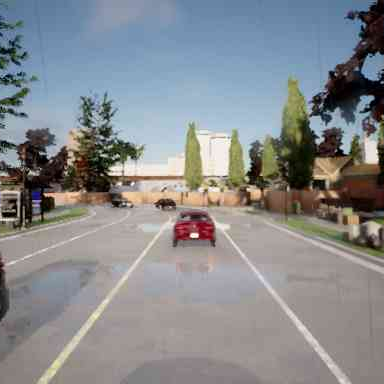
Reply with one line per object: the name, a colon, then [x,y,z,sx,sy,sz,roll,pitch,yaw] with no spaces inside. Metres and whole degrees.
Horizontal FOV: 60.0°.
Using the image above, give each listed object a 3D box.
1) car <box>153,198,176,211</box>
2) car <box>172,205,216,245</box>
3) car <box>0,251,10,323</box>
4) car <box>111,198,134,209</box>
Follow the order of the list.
car: [-3.497,1.537,42.113,1.837,1.490,4.892,1,0,-22]
car: [0.097,1.525,15.290,1.812,1.442,4.674,0,0,0]
car: [-3.599,1.221,2.352,2.150,2.045,5.566,0,0,0]
car: [-9.620,1.548,45.875,2.128,1.511,4.902,0,-1,-33]
